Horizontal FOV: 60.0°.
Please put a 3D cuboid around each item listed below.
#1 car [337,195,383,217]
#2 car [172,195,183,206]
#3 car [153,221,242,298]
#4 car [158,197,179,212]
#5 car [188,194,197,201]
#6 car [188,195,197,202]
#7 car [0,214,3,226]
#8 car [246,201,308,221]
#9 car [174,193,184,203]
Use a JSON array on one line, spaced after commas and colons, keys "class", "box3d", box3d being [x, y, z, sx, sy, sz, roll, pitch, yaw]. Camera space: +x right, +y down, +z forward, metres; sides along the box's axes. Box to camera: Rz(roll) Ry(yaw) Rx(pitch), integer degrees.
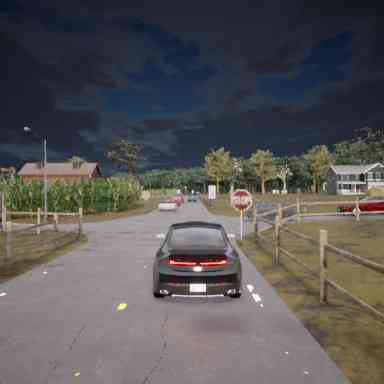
[{"class": "car", "box3d": [13.785, 1.026, 25.536, 5.008, 1.535, 1.882, -2, -2, 0]}, {"class": "car", "box3d": [-2.784, 1.564, 52.792, 1.895, 1.301, 4.718, 0, 0, 0]}, {"class": "car", "box3d": [0.106, 1.509, 8.522, 1.837, 1.490, 4.892, 0, 0, 0]}, {"class": "car", "box3d": [-2.821, 1.581, 38.688, 1.895, 1.301, 4.718, 0, 0, 0]}, {"class": "car", "box3d": [0.073, 1.310, 80.362, 2.033, 1.411, 5.357, 0, 0, 0]}, {"class": "car", "box3d": [0.062, 1.492, 70.349, 1.994, 1.385, 4.181, 0, 0, 0]}, {"class": "car", "box3d": [-15.331, 1.668, 22.655, 4.553, 1.767, 2.097, -1, -2, -2]}, {"class": "car", "box3d": [5.890, 1.311, 23.245, 4.181, 1.385, 1.994, -3, -2, 18]}, {"class": "car", "box3d": [-2.720, 1.169, 66.151, 2.150, 2.045, 5.566, 0, 0, 1]}]
